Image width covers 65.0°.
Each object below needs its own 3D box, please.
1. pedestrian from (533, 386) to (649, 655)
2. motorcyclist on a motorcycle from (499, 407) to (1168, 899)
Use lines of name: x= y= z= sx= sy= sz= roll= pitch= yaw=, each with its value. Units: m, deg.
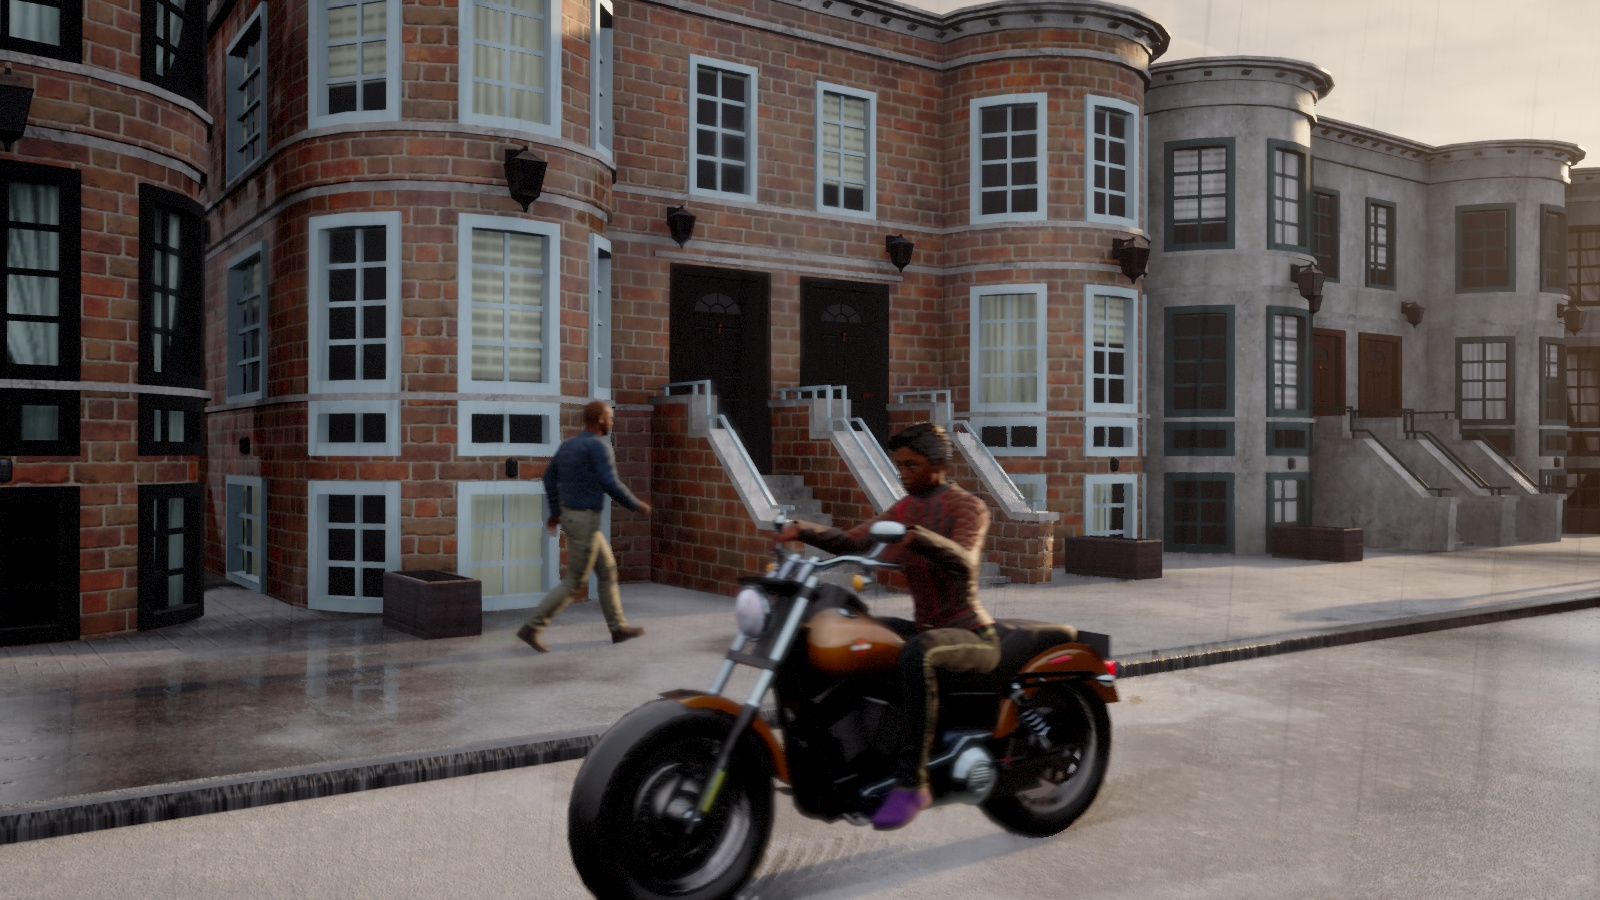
pedestrian: x=-1.486 y=0.479 z=8.928 sx=0.726 sy=1.835 sz=0.370 roll=0 pitch=0 yaw=-33
motorcyclist on a motorcycle: x=0.213 y=0.705 z=4.418 sx=2.350 sy=1.649 sz=0.766 roll=0 pitch=0 yaw=-35
